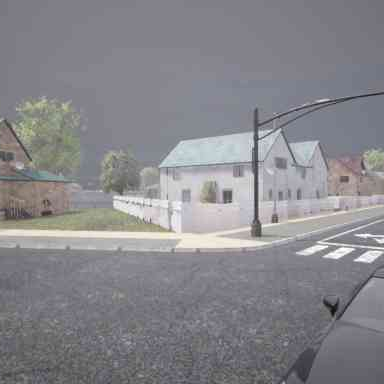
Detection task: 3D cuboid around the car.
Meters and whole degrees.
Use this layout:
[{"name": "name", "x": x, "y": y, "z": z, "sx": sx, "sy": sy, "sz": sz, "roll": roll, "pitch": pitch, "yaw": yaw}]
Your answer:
[{"name": "car", "x": 2.542, "y": 1.524, "z": 3.432, "sx": 1.812, "sy": 1.442, "sz": 4.674, "roll": 0, "pitch": 0, "yaw": 42}]
